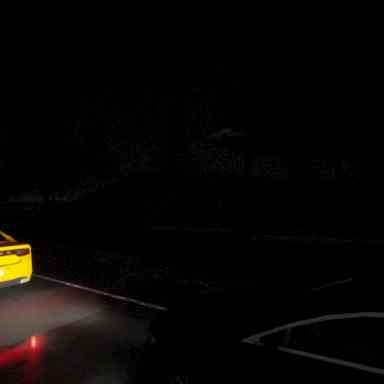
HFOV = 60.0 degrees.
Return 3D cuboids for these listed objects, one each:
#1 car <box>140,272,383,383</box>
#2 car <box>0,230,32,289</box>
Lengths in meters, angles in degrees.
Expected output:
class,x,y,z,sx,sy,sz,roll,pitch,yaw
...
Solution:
class,x,y,z,sx,sy,sz,roll,pitch,yaw
car,1.711,1.492,2.787,4.902,1.511,2.128,0,0,35
car,-5.888,1.468,8.038,5.008,1.535,1.882,0,0,35
